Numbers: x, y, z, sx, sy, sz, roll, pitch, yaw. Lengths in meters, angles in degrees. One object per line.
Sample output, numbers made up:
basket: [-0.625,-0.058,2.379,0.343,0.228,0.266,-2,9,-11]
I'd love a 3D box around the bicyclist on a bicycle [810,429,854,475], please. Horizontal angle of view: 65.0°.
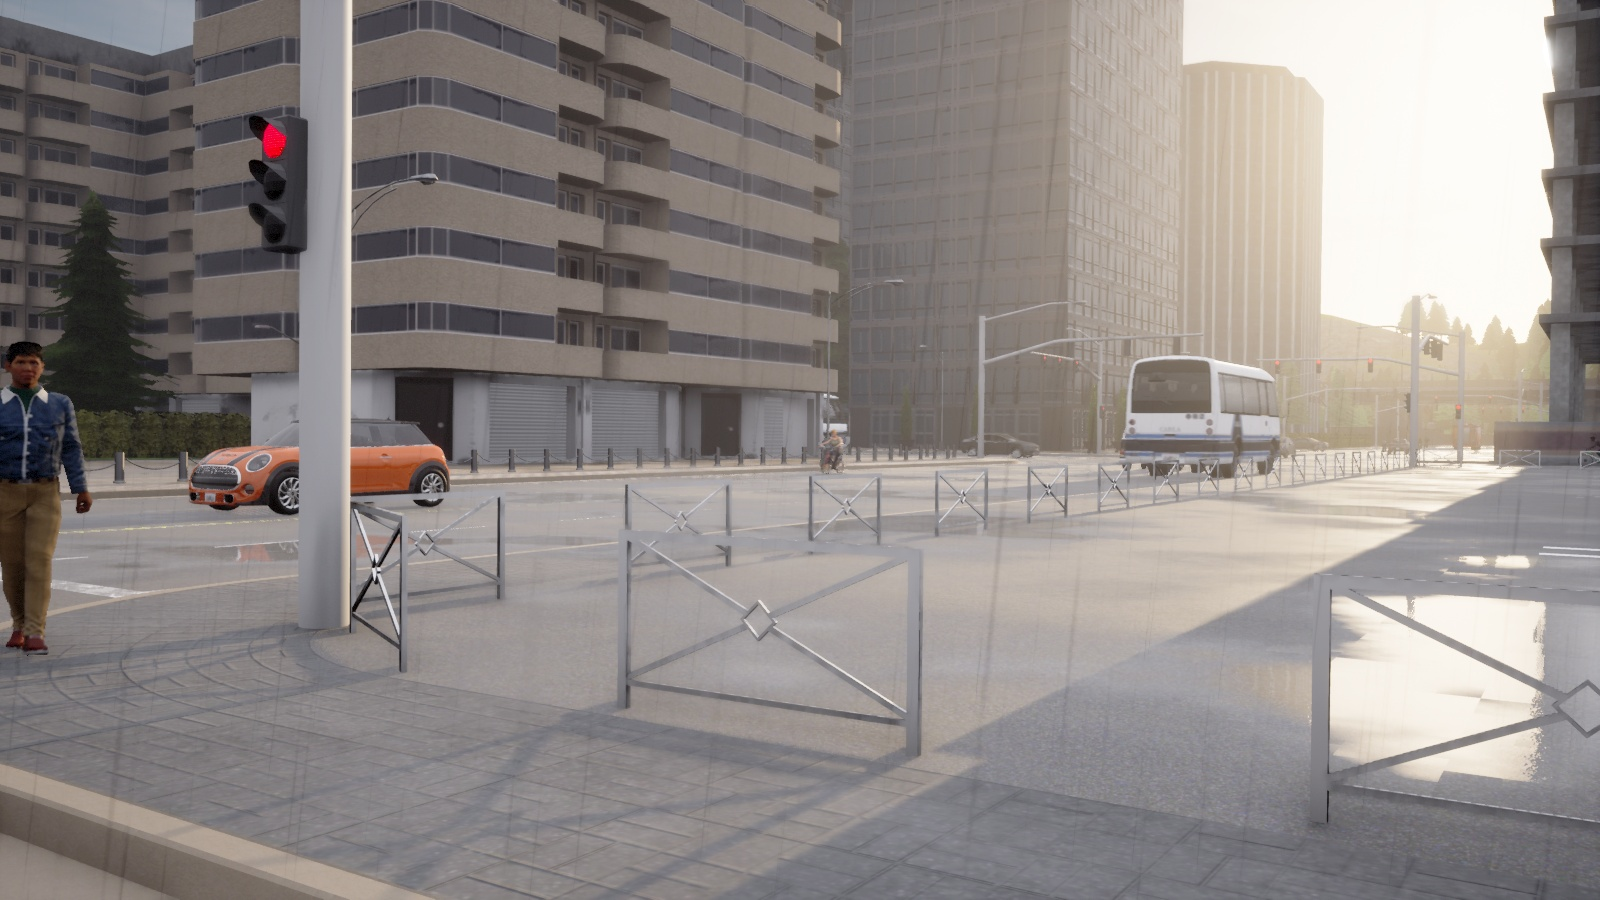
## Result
bicyclist on a bicycle: [1.147,0.048,44.614,0.866,1.612,1.509,0,1,33]

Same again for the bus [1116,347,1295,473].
bus: [15.673,-1.439,47.781,3.944,4.253,10.273,0,1,33]

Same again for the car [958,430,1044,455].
car: [12.260,-0.476,76.701,4.892,1.490,1.837,0,1,32]

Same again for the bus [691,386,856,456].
bus: [-1.804,-1.788,81.476,10.273,4.253,3.944,0,0,33]

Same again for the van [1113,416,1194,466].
van: [15.001,-0.407,53.198,2.069,2.038,4.480,0,1,33]

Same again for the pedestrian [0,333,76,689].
pedestrian: [-4.485,0.331,7.293,0.423,1.949,0.788,-1,1,-33]

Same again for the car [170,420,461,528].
car: [-8.683,0.356,22.910,2.097,1.767,4.553,0,1,33]

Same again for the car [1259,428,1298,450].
car: [33.980,-0.779,89.108,1.845,1.501,3.633,0,1,33]

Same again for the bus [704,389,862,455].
bus: [-1.243,-1.855,85.351,10.273,4.253,3.944,0,1,33]
